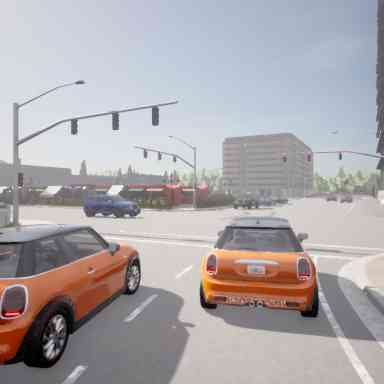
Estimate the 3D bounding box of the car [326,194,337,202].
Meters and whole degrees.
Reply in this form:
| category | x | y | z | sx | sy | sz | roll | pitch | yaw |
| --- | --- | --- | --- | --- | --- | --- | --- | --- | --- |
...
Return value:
| category | x | y | z | sx | sy | sz | roll | pitch | yaw |
| --- | --- | --- | --- | --- | --- | --- | --- | --- | --- |
| car | 33.386 | 1.355 | 79.371 | 2.097 | 1.767 | 4.553 | 0 | 0 | 27 |

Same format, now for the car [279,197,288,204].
| category | x | y | z | sx | sy | sz | roll | pitch | yaw |
| --- | --- | --- | --- | --- | --- | --- | --- | --- | --- |
| car | 16.565 | 1.601 | 62.209 | 1.895 | 1.301 | 4.718 | 0 | 0 | 28 |

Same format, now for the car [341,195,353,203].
| category | x | y | z | sx | sy | sz | roll | pitch | yaw |
| --- | --- | --- | --- | --- | --- | --- | --- | --- | --- |
| car | 31.954 | 1.595 | 68.991 | 1.895 | 1.301 | 4.718 | 0 | 0 | 27 |

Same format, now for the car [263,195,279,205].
| category | x | y | z | sx | sy | sz | roll | pitch | yaw |
| --- | --- | --- | --- | --- | --- | --- | --- | --- | --- |
| car | 11.940 | 1.352 | 53.366 | 2.097 | 1.767 | 4.553 | 0 | 0 | 27 |

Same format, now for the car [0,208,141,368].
| category | x | y | z | sx | sy | sz | roll | pitch | yaw |
| --- | --- | --- | --- | --- | --- | --- | --- | --- | --- |
| car | -2.509 | 1.352 | 6.052 | 2.097 | 1.767 | 4.553 | 0 | 0 | 9 |

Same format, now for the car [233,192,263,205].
| category | x | y | z | sx | sy | sz | roll | pitch | yaw |
| --- | --- | --- | --- | --- | --- | --- | --- | --- | --- |
| car | 7.349 | 1.221 | 44.516 | 2.150 | 2.045 | 5.566 | 0 | 0 | 27 |

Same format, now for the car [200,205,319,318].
| category | x | y | z | sx | sy | sz | roll | pitch | yaw |
| --- | --- | --- | --- | --- | --- | --- | --- | --- | --- |
| car | 1.603 | 1.352 | 7.770 | 2.097 | 1.767 | 4.553 | 0 | 0 | 14 |

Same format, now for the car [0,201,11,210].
| category | x | y | z | sx | sy | sz | roll | pitch | yaw |
| --- | --- | --- | --- | --- | --- | --- | --- | --- | --- |
| car | -22.876 | 1.581 | 38.218 | 4.674 | 1.442 | 1.812 | 0 | 0 | 28 |

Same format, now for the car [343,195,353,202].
| category | x | y | z | sx | sy | sz | roll | pitch | yaw |
| --- | --- | --- | --- | --- | --- | --- | --- | --- | --- |
| car | 36.526 | 1.500 | 77.823 | 1.837 | 1.490 | 4.892 | 0 | 0 | 27 |

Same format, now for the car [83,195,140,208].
| category | x | y | z | sx | sy | sz | roll | pitch | yaw |
| --- | --- | --- | --- | --- | --- | --- | --- | --- | --- |
| car | -7.287 | 1.278 | 29.996 | 5.566 | 2.045 | 2.150 | 0 | 0 | 28 |
